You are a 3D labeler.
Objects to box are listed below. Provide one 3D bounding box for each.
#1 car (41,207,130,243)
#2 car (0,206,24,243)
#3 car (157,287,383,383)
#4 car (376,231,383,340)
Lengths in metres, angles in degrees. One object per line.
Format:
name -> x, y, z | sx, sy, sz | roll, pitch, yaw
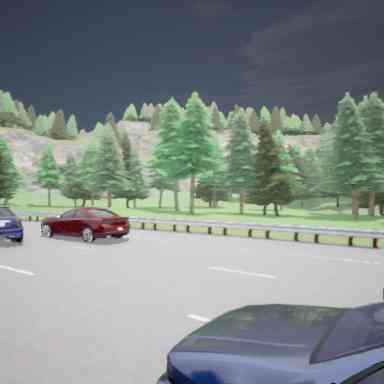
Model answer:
car -> -5.234, 1.479, 16.070 | 5.008, 1.535, 1.882 | 0, 0, 33
car -> -9.515, 1.353, 14.661 | 4.553, 1.767, 2.097 | 0, 0, 33
car -> 2.282, 1.548, 2.358 | 5.357, 1.411, 2.033 | 0, 0, 36
car -> 5.416, 1.478, 4.430 | 5.008, 1.535, 1.882 | 0, 0, 35
